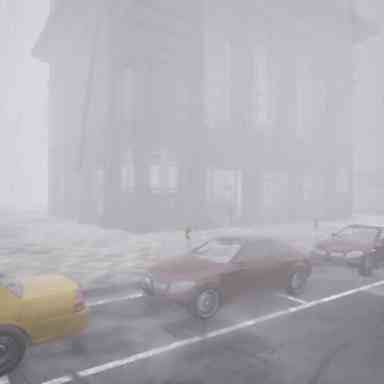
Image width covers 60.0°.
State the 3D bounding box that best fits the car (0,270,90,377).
[{"bbox_3d":[-3.760,1.517,3.967,4.829,1.417,1.752,1,0,-35],"label":"car"}]

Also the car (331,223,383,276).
[{"bbox_3d":[5.533,1.682,10.581,4.206,1.307,1.802,1,0,-35],"label":"car"}]

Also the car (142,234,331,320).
[{"bbox_3d":[0.956,1.628,7.324,4.206,1.307,1.802,1,0,-35],"label":"car"}]
